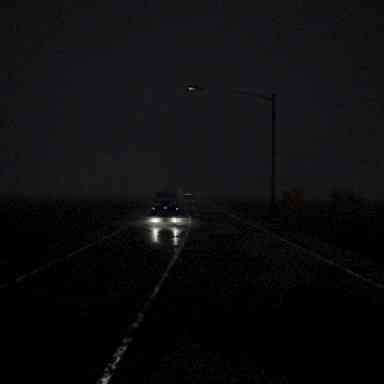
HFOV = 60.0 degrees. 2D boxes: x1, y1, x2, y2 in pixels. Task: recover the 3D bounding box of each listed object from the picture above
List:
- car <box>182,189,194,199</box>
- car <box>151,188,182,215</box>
[{"bbox_3d":[-0.663,0.602,63.114,2.128,1.511,4.902,0,1,-3],"label":"car"},{"bbox_3d":[-2.157,0.815,28.145,2.150,2.045,5.566,0,1,-3],"label":"car"}]
